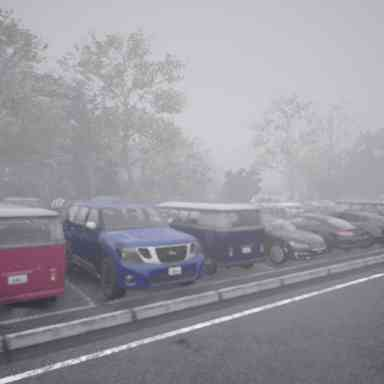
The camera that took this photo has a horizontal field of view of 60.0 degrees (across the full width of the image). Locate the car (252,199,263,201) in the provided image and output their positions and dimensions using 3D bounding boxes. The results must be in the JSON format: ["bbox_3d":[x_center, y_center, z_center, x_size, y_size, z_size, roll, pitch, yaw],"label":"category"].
[{"bbox_3d":[3.539,1.643,29.137,2.097,1.535,5.008,0,0,-36],"label":"car"}]

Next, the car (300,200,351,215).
[{"bbox_3d":[14.831,1.679,37.209,2.231,1.521,4.892,0,0,-36],"label":"car"}]

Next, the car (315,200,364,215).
[{"bbox_3d":[17.077,1.714,38.839,2.163,1.488,4.792,0,0,-35],"label":"car"}]

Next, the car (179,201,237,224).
[{"bbox_3d":[1.168,1.628,27.679,1.946,1.575,5.366,0,0,-35],"label":"car"}]

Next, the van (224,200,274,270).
[{"bbox_3d":[0.245,1.333,10.869,1.878,1.987,4.442,1,0,-36],"label":"van"}]

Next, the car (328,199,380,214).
[{"bbox_3d":[19.461,1.688,40.276,1.946,1.575,5.366,0,0,-35],"label":"car"}]

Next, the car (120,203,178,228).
[{"bbox_3d":[-3.263,1.629,24.326,2.163,1.488,4.792,1,0,-35],"label":"car"}]

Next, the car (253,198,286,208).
[{"bbox_3d":[5.801,1.653,30.750,2.231,1.521,4.892,0,0,-36],"label":"car"}]

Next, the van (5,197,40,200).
[{"bbox_3d":[-10.092,1.300,19.562,1.878,1.987,4.442,1,0,-36],"label":"van"}]

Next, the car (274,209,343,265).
[{"bbox_3d":[2.593,1.582,12.409,2.231,1.521,4.892,1,0,-36],"label":"car"}]

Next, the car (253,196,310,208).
[{"bbox_3d":[8.073,1.407,32.344,2.435,2.045,5.566,0,0,-35],"label":"car"}]

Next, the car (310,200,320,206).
[{"bbox_3d":[10.313,1.665,33.983,2.097,1.535,5.008,0,0,-35],"label":"car"}]

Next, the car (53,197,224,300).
[{"bbox_3d":[-1.950,1.279,9.125,2.435,2.045,5.566,1,0,-35],"label":"car"}]

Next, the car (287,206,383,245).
[{"bbox_3d":[7.147,1.651,15.686,2.163,1.488,4.792,0,0,-36],"label":"car"}]

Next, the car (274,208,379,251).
[{"bbox_3d":[4.880,1.643,14.029,2.002,1.452,4.674,1,0,-36],"label":"car"}]

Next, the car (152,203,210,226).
[{"bbox_3d":[-0.964,1.649,25.895,2.163,1.488,4.792,1,0,-36],"label":"car"}]

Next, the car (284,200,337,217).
[{"bbox_3d":[12.572,1.671,35.595,2.097,1.535,5.008,0,0,-36],"label":"car"}]

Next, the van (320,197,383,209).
[{"bbox_3d":[9.379,1.407,17.386,1.878,1.987,4.442,0,0,-36],"label":"van"}]

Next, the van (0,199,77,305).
[{"bbox_3d":[-4.317,1.276,7.614,1.878,1.987,4.442,1,0,-36],"label":"van"}]
